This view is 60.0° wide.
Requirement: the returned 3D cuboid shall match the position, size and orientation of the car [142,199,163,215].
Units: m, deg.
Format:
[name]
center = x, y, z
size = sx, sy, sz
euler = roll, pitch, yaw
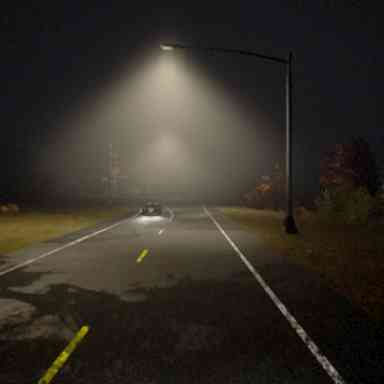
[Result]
[car]
center = -3.946, 1.510, 33.536
size = 2.128, 1.511, 4.902
euler = 0, 0, -3
